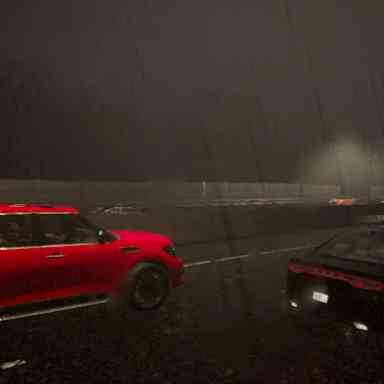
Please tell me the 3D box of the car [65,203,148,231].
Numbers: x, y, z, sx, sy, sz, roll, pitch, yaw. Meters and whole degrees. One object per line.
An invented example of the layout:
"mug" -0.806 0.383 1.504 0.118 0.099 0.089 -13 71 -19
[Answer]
"car" -5.447 1.505 21.597 4.892 1.490 1.837 0 0 -35

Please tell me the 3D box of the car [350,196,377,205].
"car" 25.260 1.527 47.735 4.892 1.490 1.837 0 0 -35

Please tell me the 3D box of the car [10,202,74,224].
"car" -11.595 1.564 25.795 4.181 1.385 1.994 0 0 -36

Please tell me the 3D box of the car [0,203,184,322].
"car" -2.834 1.221 6.023 5.566 2.045 2.150 0 0 -35

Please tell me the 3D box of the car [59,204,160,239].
"car" -4.392 1.492 18.051 4.902 1.511 2.128 0 0 -35

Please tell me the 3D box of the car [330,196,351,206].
"car" 22.842 1.374 50.298 4.553 1.767 2.097 0 0 -35

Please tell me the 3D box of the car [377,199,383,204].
"car" 27.662 1.375 45.151 4.553 1.767 2.097 0 0 -35

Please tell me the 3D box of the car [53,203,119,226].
"car" -7.725 1.564 24.270 4.181 1.385 1.994 0 0 -35

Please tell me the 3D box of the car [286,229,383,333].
"car" 4.007 1.478 6.599 5.008 1.535 1.882 0 0 -35
